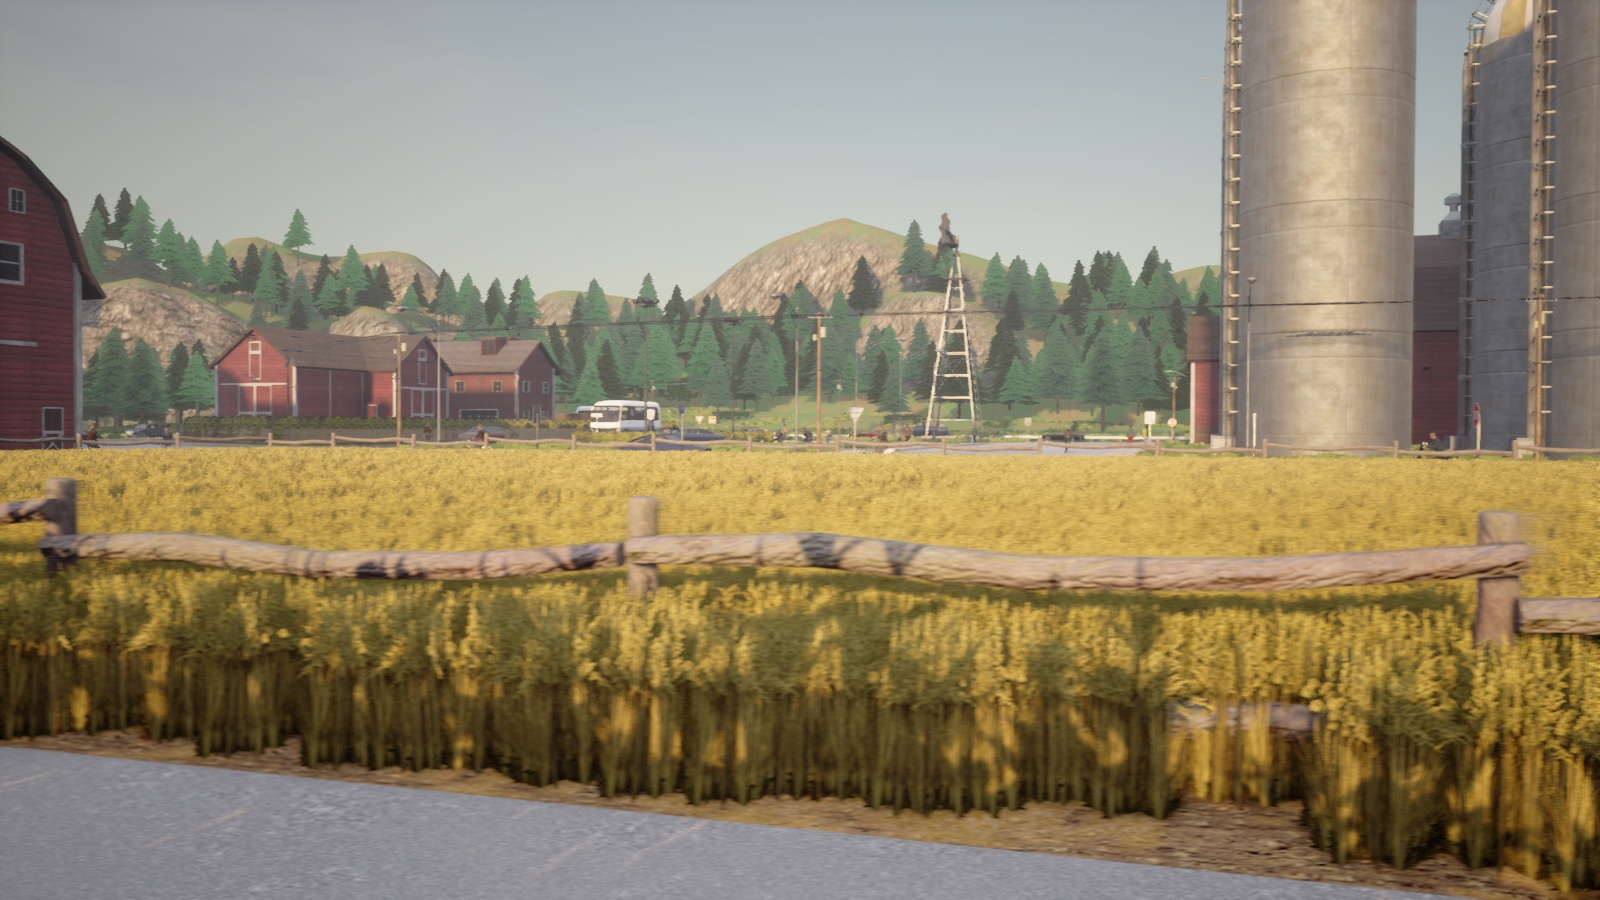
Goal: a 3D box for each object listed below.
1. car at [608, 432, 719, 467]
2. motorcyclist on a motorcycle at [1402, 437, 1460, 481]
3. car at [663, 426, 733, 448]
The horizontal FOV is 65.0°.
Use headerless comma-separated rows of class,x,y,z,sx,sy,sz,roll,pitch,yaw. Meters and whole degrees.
car,-5.755,-0.033,53.129,4.181,1.385,1.994,1,1,18
motorcyclist on a motorcycle,23.644,0.315,47.107,1.817,1.590,0.866,1,1,19
car,-7.704,-0.974,95.018,4.856,1.649,2.033,0,2,-32
